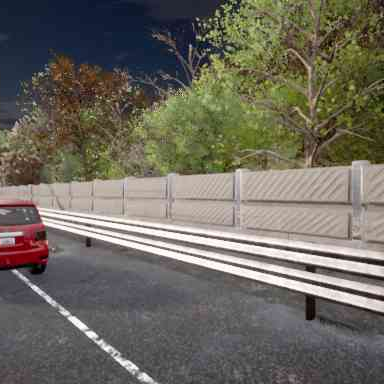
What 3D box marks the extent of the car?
[{"bbox_3d":[-5.946,1.232,9.735,2.150,2.045,5.566,0,0,-39],"label":"car"}]
